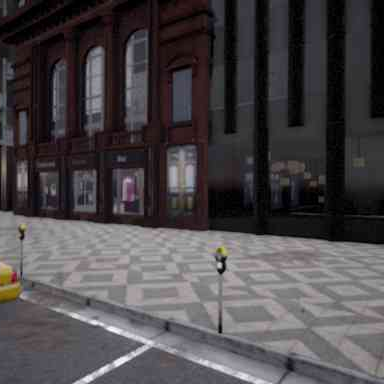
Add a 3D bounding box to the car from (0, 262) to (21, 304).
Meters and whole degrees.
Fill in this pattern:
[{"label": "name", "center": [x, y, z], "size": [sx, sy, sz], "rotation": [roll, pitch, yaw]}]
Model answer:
[{"label": "car", "center": [-5.371, 1.494, 6.787], "size": [4.829, 1.417, 1.752], "rotation": [0, 0, 35]}]
